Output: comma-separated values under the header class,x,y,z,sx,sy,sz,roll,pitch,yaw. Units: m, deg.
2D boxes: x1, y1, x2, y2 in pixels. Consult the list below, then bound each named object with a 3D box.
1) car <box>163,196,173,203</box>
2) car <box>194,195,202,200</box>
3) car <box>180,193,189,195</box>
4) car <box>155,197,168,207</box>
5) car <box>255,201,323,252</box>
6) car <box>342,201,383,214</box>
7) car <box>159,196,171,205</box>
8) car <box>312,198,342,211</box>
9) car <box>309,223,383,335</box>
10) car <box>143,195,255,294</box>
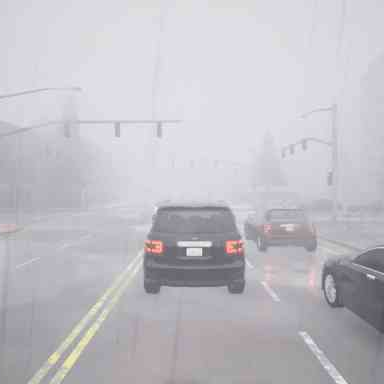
class,x,y,z,sx,sy,sz,roll,pitch,yaw
car,-5.068,1.552,71.174,1.994,1.385,4.181,0,0,-1
car,1.475,1.552,90.326,1.994,1.385,4.181,0,0,-1
car,-1.783,1.496,80.180,1.837,1.490,4.892,0,0,-1
car,-4.696,1.526,51.903,1.812,1.442,4.674,0,0,-1
car,3.537,1.352,14.123,2.097,1.767,4.553,0,0,0
car,18.490,1.601,34.129,4.718,1.301,1.895,0,0,-2
car,-4.895,1.477,61.293,1.882,1.535,5.008,0,0,-1
car,14.441,1.505,37.522,4.892,1.490,1.837,0,0,-2
car,3.607,1.505,5.042,1.837,1.490,4.892,0,0,0
car,0.055,1.221,8.945,2.150,2.045,5.566,0,0,0
